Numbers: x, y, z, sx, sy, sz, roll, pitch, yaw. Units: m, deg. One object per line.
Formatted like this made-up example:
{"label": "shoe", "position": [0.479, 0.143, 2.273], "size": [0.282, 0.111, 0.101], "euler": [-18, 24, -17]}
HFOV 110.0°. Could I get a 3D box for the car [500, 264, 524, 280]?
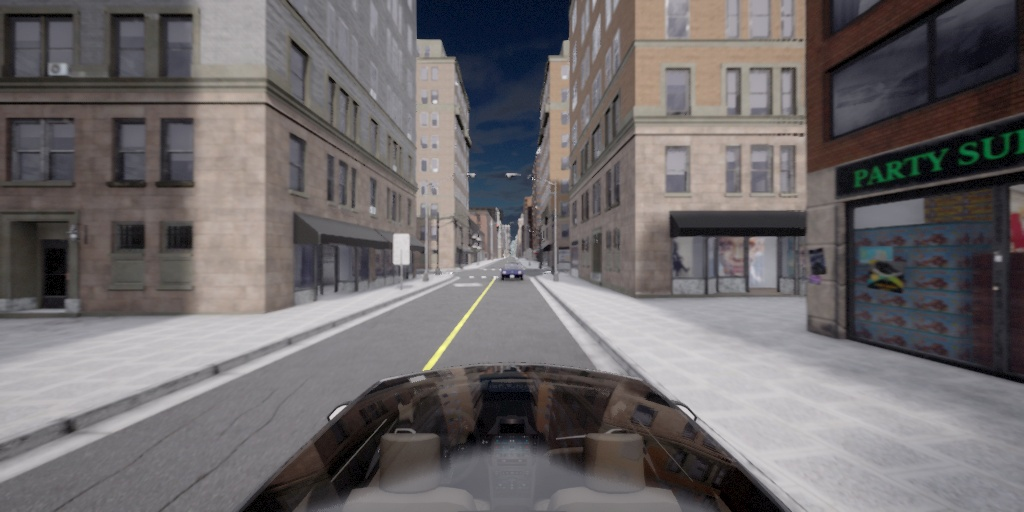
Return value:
{"label": "car", "position": [0.018, 1.317, 30.138], "size": [1.895, 1.301, 4.718], "euler": [0, 0, 0]}
